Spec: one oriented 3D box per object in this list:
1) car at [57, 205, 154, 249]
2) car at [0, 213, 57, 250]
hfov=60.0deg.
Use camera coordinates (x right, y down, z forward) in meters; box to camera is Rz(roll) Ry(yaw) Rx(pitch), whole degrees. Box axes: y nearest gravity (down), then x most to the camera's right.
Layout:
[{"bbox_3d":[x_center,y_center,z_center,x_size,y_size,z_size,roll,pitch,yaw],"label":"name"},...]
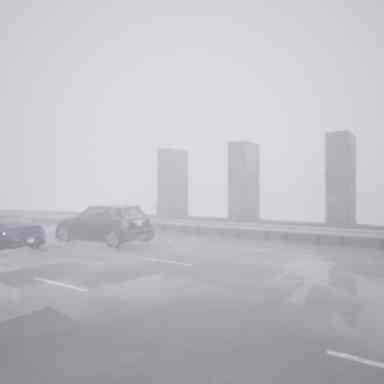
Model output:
[{"bbox_3d":[-3.948,1.349,14.772,4.553,1.767,2.097,0,0,32],"label":"car"},{"bbox_3d":[-7.648,1.534,12.939,4.674,1.442,1.812,0,0,31],"label":"car"}]
